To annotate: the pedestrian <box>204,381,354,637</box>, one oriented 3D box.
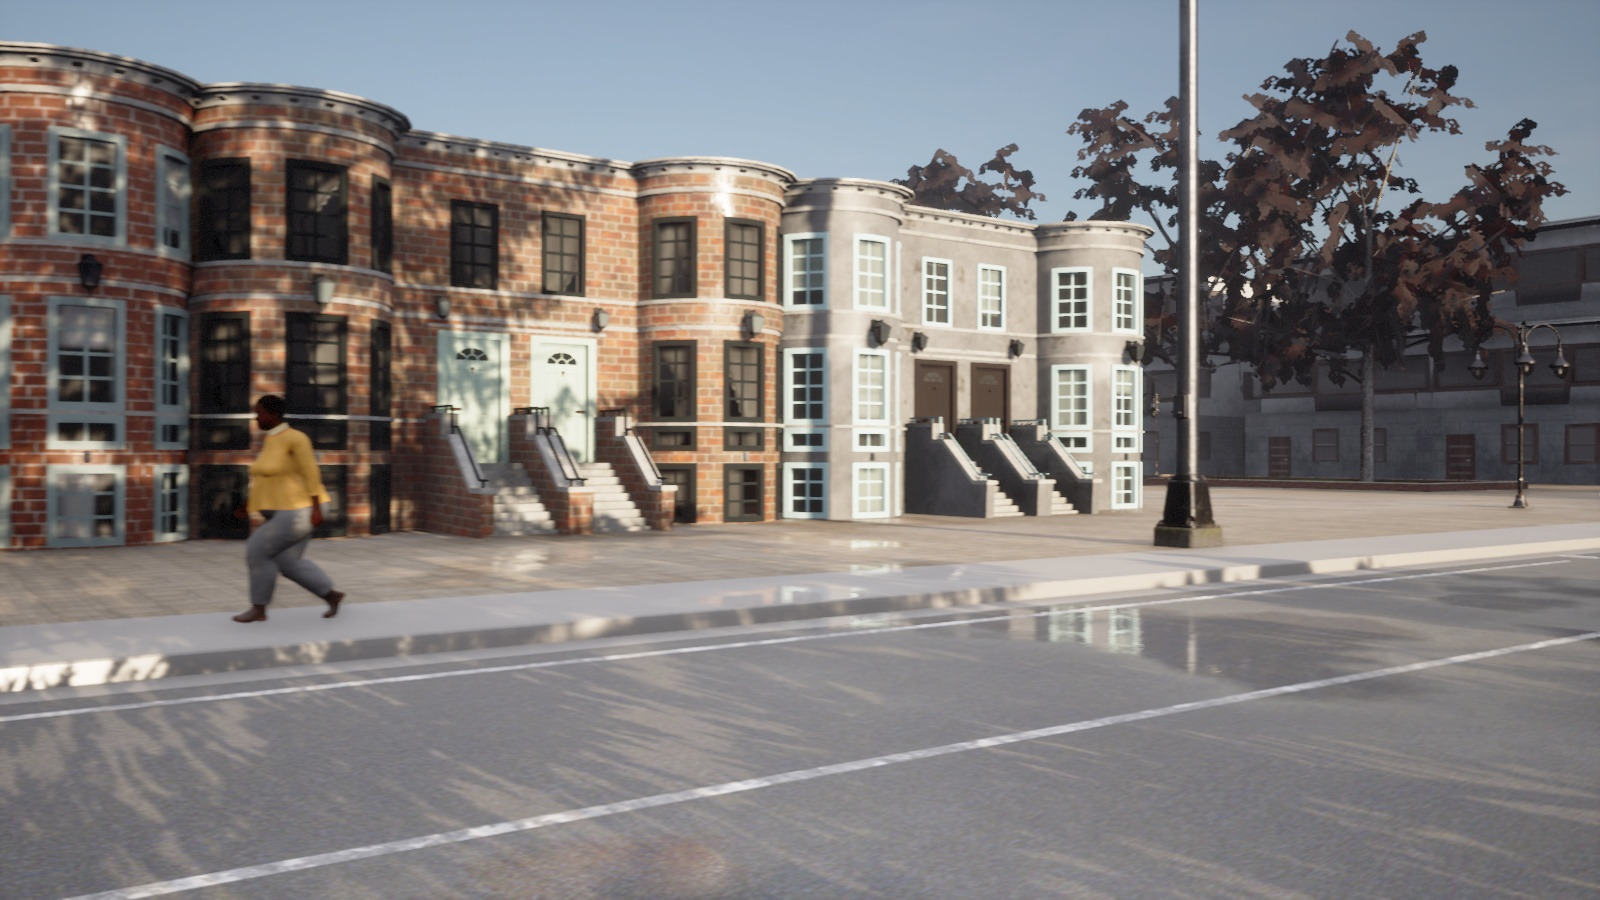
[{"bbox_3d":[-4.038,0.431,9.725,0.900,1.855,0.874,0,0,-36],"label":"pedestrian"}]
